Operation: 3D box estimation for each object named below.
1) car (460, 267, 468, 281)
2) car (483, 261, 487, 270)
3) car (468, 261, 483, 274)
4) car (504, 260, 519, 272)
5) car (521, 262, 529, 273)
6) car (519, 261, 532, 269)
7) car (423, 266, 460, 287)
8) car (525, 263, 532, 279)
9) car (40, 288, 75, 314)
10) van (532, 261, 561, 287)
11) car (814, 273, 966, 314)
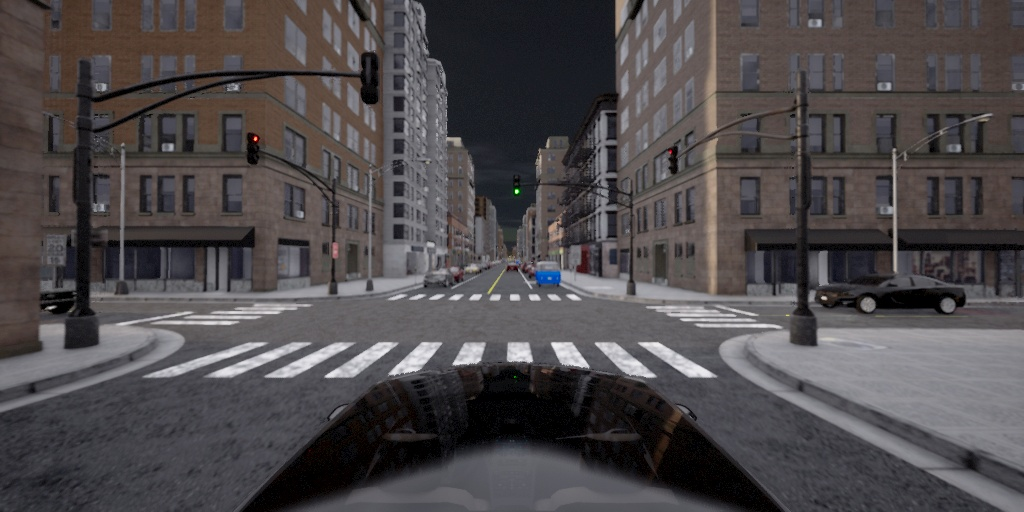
[{"bbox_3d":[-5.411,1.611,32.431,1.888,1.381,4.507,0,0,0],"label":"car"},{"bbox_3d":[-5.428,1.857,55.159,1.948,1.339,4.313,0,0,0],"label":"car"},{"bbox_3d":[-5.424,1.762,49.307,1.751,1.417,4.829,0,0,0],"label":"car"},{"bbox_3d":[0.058,1.805,58.935,1.882,1.535,5.008,0,-1,0],"label":"car"},{"bbox_3d":[2.601,1.818,49.489,1.802,1.307,4.207,0,0,0],"label":"car"},{"bbox_3d":[2.597,1.606,55.171,2.192,1.841,5.009,0,0,0],"label":"car"},{"bbox_3d":[-5.407,1.558,26.750,2.007,1.370,4.403,0,0,0],"label":"car"},{"bbox_3d":[2.610,1.705,38.127,1.802,1.307,4.207,0,0,0],"label":"car"},{"bbox_3d":[-17.211,1.358,11.600,4.718,1.301,1.895,0,-1,-2],"label":"car"},{"bbox_3d":[2.618,1.348,26.765,1.690,1.789,3.998,0,0,0],"label":"van"},{"bbox_3d":[15.214,1.460,14.620,5.008,1.535,1.882,0,-1,0],"label":"car"}]
